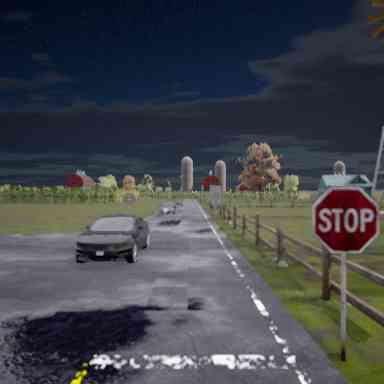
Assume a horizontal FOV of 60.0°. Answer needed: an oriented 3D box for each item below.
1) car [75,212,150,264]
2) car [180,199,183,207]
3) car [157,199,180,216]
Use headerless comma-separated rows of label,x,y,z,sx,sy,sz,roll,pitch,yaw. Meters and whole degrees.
car,-2.744,1.569,12.403,1.882,1.535,5.008,0,0,0
car,-2.736,1.945,63.006,1.994,1.385,4.181,0,0,0
car,-2.743,1.799,37.175,2.128,1.511,4.902,0,0,0
